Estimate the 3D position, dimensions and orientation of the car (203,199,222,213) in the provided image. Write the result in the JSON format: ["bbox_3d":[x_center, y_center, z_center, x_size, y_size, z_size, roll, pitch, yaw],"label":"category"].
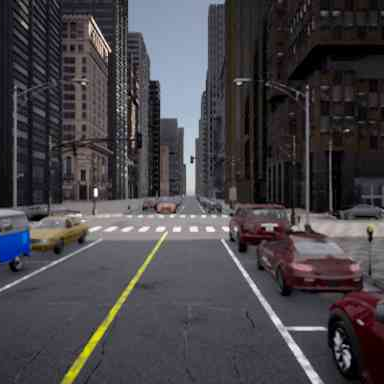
[{"bbox_3d":[2.774,1.856,41.187,2.008,1.369,4.403,0,0,0],"label":"car"}]

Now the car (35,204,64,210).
[{"bbox_3d":[-10.813,1.706,25.432,4.902,1.511,2.128,0,0,10],"label":"car"}]

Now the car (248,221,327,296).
[{"bbox_3d":[2.763,1.645,8.537,1.802,1.307,4.206,0,0,0],"label":"car"}]

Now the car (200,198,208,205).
[{"bbox_3d":[2.777,1.942,52.468,2.008,1.369,4.403,0,0,0],"label":"car"}]

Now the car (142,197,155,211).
[{"bbox_3d":[-5.750,1.663,46.823,2.192,1.841,5.009,0,0,0],"label":"car"}]

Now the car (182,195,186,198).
[{"bbox_3d":[-2.977,2.066,72.429,2.128,1.511,4.902,0,0,0],"label":"car"}]

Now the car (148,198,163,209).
[{"bbox_3d":[-5.748,1.831,52.463,1.967,1.590,4.097,0,0,0],"label":"car"}]

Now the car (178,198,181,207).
[{"bbox_3d":[-3.075,1.975,50.263,1.895,1.301,4.718,0,0,0],"label":"car"}]

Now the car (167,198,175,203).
[{"bbox_3d":[-5.736,2.270,91.945,1.947,1.339,4.313,0,0,0],"label":"car"}]

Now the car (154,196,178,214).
[{"bbox_3d":[-3.028,1.650,40.143,2.097,1.767,4.553,0,0,-2],"label":"car"}]

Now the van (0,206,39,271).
[{"bbox_3d":[-5.762,1.404,8.531,1.690,1.788,3.998,0,0,0],"label":"van"}]

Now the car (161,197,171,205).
[{"bbox_3d":[-5.741,2.007,75.024,1.967,1.590,4.097,0,0,0],"label":"car"}]

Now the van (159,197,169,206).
[{"bbox_3d":[-5.743,1.863,69.385,1.690,1.788,3.998,0,0,0],"label":"van"}]

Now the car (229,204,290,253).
[{"bbox_3d":[2.765,1.420,14.216,2.192,1.841,5.009,0,0,0],"label":"car"}]

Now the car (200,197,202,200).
[{"bbox_3d":[2.779,1.979,58.109,1.887,1.381,4.507,0,0,0],"label":"car"}]

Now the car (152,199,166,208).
[{"bbox_3d":[-5.746,2.000,58.103,1.947,1.339,4.313,0,0,0],"label":"car"}]

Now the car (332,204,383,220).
[{"bbox_3d":[14.679,1.741,29.369,4.181,1.385,1.994,0,0,0],"label":"car"}]

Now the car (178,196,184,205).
[{"bbox_3d":[-3.049,2.002,60.694,2.033,1.411,5.357,0,0,1],"label":"car"}]

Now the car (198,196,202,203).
[{"bbox_3d":[2.782,1.962,69.390,1.967,1.590,4.097,0,0,0],"label":"car"}]

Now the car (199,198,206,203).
[{"bbox_3d":[2.788,2.184,86.481,1.752,1.417,4.829,0,0,0],"label":"car"}]

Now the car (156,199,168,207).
[{"bbox_3d":[-5.744,2.060,63.742,1.802,1.307,4.206,0,0,0],"label":"car"}]

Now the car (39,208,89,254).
[{"bbox_3d":[-5.760,1.629,14.037,1.752,1.417,4.829,0,0,0],"label":"car"}]

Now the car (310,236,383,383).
[{"bbox_3d":[2.761,1.462,2.860,1.967,1.590,4.097,0,0,0],"label":"car"}]

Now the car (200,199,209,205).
[{"bbox_3d":[2.784,2.149,75.029,1.802,1.307,4.206,0,0,0],"label":"car"}]
